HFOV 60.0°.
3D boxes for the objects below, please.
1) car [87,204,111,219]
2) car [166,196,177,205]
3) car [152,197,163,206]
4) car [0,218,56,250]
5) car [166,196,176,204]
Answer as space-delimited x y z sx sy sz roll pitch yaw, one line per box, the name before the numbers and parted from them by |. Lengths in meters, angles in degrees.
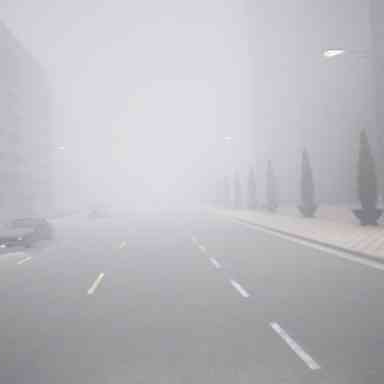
car | -11.132 2.220 39.958 2.097 1.767 4.553 -3 0 -6
car | -4.493 2.319 77.677 1.812 1.442 4.674 -3 0 -6
car | -7.945 2.196 76.931 2.150 2.045 5.566 -3 0 -6
car | -8.927 2.140 17.928 2.033 1.411 5.357 -3 0 -6
car | -5.548 2.097 87.655 2.150 2.045 5.566 -3 0 -6
